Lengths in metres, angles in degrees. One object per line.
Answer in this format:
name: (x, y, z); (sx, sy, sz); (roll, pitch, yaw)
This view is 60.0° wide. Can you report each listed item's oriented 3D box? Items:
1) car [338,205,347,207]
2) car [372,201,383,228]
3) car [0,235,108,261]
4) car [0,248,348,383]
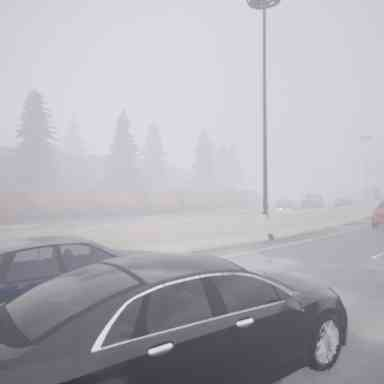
car: (18.844, 1.459, 41.287); (2.033, 1.411, 5.357); (0, 0, 30)
car: (12.806, 1.290, 20.674); (2.097, 1.767, 4.553); (0, 0, 42)
car: (-2.571, 1.567, 6.341); (5.357, 1.411, 2.033); (0, 0, -37)
car: (-0.031, 1.508, 3.975); (4.892, 1.490, 1.837); (0, 0, -37)
